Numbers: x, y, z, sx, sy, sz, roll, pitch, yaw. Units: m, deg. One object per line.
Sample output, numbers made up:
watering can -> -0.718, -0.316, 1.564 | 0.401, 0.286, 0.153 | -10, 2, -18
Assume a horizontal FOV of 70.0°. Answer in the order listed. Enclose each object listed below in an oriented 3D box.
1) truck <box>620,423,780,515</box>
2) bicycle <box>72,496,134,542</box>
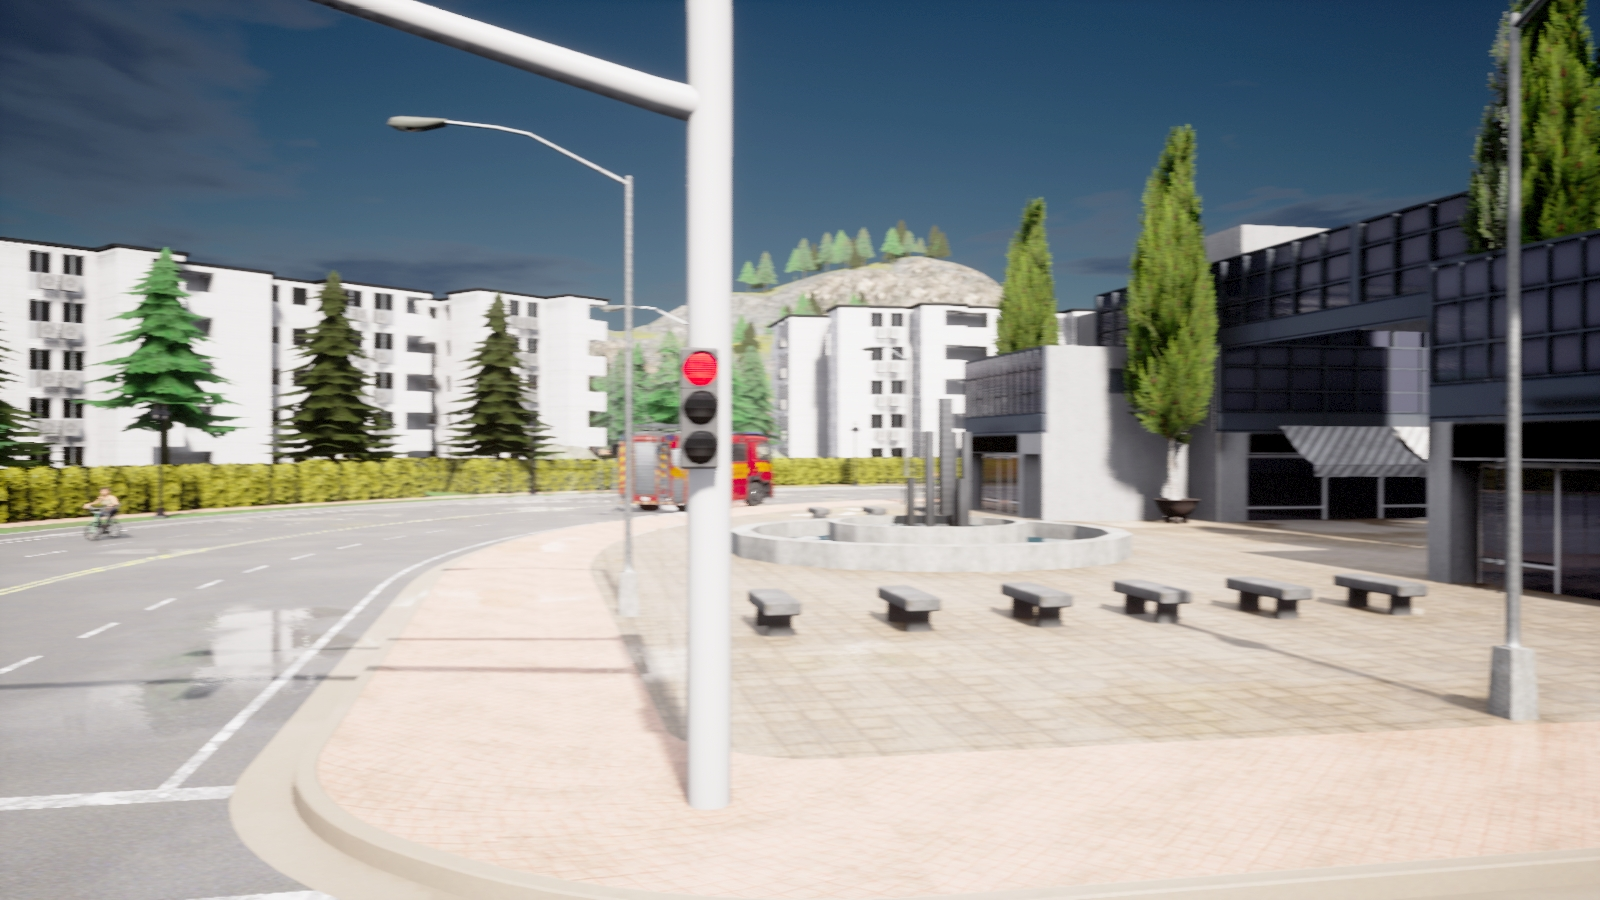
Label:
truck -> -4.335, 0.772, 51.953 | 2.891, 3.827, 8.468 | 0, 0, 30
bicycle -> -20.891, 2.064, 34.269 | 0.859, 1.276, 1.487 | 0, 0, 6
